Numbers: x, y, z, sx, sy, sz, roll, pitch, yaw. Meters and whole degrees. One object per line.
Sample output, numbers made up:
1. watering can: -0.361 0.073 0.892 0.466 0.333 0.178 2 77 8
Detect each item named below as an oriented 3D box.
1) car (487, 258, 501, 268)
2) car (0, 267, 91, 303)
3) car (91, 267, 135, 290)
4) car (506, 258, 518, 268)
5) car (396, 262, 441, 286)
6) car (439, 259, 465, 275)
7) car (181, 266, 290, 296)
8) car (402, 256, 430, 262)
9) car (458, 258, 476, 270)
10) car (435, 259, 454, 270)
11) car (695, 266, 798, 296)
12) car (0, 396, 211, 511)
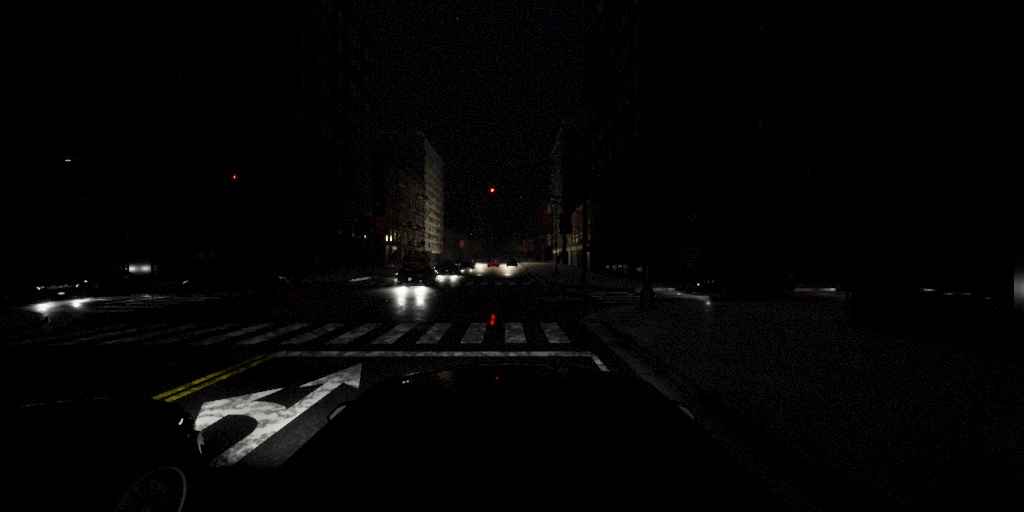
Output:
1. car: -3.268 1.341 62.641 1.895 1.301 4.718 0 0 0
2. car: -22.901 1.291 16.125 5.357 1.411 2.033 0 0 0
3. car: -25.380 1.330 21.622 4.313 1.339 1.948 0 0 0
4. car: -0.018 1.245 62.195 1.837 1.490 4.892 0 0 0
5. car: -6.607 1.319 25.150 1.994 1.385 4.181 0 0 0
6. car: -6.610 1.311 38.219 1.994 1.385 4.181 0 0 0
7. car: -14.800 1.285 19.436 4.674 1.442 1.812 0 1 -27
8. car: -9.867 0.970 36.786 2.150 2.045 5.566 0 0 0
9. car: -6.602 1.290 54.413 2.033 1.411 5.357 0 0 1
10. car: -9.858 1.221 52.649 1.882 1.535 5.008 0 0 0
11. car: 12.452 1.294 19.242 4.892 1.490 1.837 0 0 2
12. car: -3.244 1.276 0.782 1.812 1.442 4.674 0 0 0
